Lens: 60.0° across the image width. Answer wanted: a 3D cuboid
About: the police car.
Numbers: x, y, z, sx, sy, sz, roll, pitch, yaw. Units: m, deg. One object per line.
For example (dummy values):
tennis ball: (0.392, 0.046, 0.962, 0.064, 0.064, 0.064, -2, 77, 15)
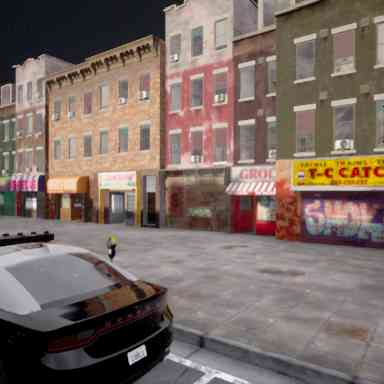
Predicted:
police car: (-2.655, 1.425, 4.839, 5.238, 1.638, 1.930, 0, 0, 35)
